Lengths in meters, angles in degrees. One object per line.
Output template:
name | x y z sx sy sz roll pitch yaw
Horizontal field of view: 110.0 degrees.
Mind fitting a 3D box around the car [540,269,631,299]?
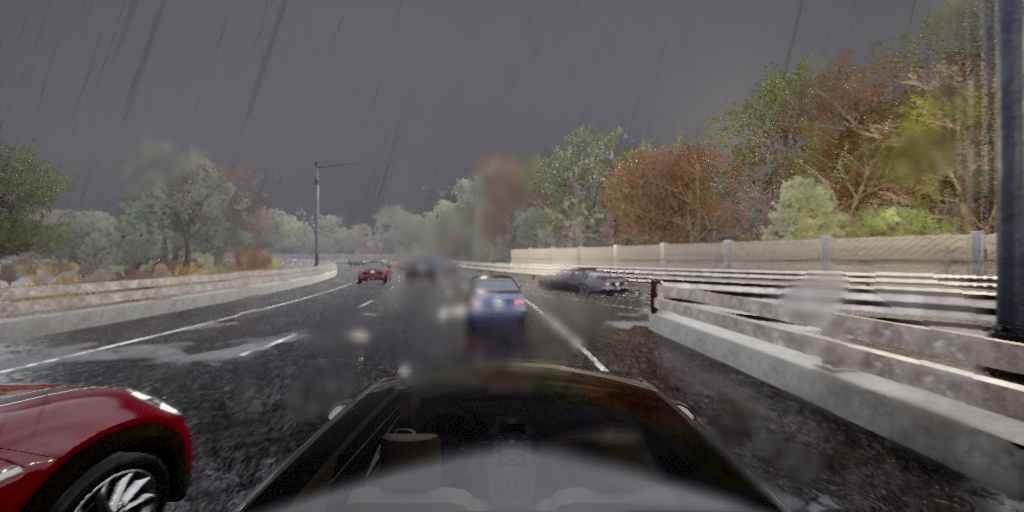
car | 3.599 1.360 18.788 2.033 1.411 5.357 0 0 -31

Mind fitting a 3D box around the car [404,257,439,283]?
car | -7.385 1.080 29.267 2.150 2.045 5.566 0 0 -15

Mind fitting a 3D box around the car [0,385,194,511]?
car | -3.505 1.102 0.830 2.097 1.767 4.553 0 0 1

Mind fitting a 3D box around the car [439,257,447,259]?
car | -9.537 1.142 45.837 2.150 2.045 5.566 0 0 -24

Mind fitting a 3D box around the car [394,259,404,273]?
car | -13.824 1.433 46.845 1.837 1.490 4.892 0 0 -25

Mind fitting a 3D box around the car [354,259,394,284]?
car | -10.891 1.210 28.660 2.097 1.767 4.553 0 0 -15

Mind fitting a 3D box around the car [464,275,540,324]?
car | -0.631 1.337 12.135 2.033 1.411 5.357 0 0 -6

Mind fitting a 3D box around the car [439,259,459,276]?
car | -7.325 1.414 40.577 1.837 1.490 4.892 0 0 -22
